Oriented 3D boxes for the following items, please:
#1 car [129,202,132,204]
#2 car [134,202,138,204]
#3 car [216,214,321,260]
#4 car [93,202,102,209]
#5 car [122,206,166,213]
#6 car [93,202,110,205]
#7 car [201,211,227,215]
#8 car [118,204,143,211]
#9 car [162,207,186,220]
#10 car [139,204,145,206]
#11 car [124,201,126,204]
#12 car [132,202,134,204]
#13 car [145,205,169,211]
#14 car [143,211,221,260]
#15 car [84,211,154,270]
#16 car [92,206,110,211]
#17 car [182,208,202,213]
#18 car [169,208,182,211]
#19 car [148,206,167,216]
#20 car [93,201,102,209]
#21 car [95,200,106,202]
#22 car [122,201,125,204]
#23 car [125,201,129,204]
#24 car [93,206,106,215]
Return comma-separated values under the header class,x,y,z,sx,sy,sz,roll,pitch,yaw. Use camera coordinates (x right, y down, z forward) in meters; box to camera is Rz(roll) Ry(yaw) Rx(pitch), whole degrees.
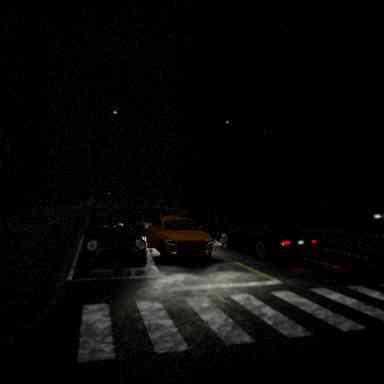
class,x,y,z,sx,sy,sz,roll,pitch,yaw
car,-12.993,3.464,77.184,1.802,1.307,4.206,1,-2,-16
car,-9.923,3.202,66.652,1.947,1.339,4.313,1,-2,-16
car,2.963,1.900,14.149,2.033,1.411,5.357,1,-2,-22
car,-22.714,3.268,80.086,1.967,1.590,4.097,1,-2,-16
car,-3.472,2.021,23.590,2.128,1.511,4.902,1,-2,-16
car,-11.967,2.404,43.216,1.967,1.590,4.097,1,-2,-16
car,2.358,2.217,24.522,1.802,1.307,4.206,1,-2,-16
car,-6.345,2.273,33.473,1.837,1.490,4.892,1,-2,-17
car,-2.247,2.566,40.321,2.008,1.369,4.403,1,-2,-16
car,-8.388,3.079,61.386,1.947,1.339,4.313,1,-2,-16
car,-16.110,3.658,87.881,1.752,1.417,4.829,1,-2,-16
car,-11.505,3.288,72.083,1.752,1.417,4.829,1,-2,-16
car,-3.769,2.438,36.030,1.994,1.385,4.181,1,-2,-16
car,-0.668,1.775,13.963,1.882,1.535,5.008,1,-2,-16
car,-2.763,1.644,11.644,1.967,1.590,4.097,1,-2,-17
car,-7.362,2.129,27.412,1.887,1.381,4.507,1,-2,-16
car,0.823,2.328,29.788,1.947,1.339,4.313,1,-2,-16
car,-0.759,2.418,35.219,1.752,1.417,4.829,1,-2,-16
car,-5.317,2.817,50.854,2.008,1.369,4.403,1,-2,-16
car,-24.248,3.266,85.356,2.192,1.841,5.009,1,-2,-16
car,-18.108,2.898,64.285,1.967,1.590,4.097,1,-2,-16
car,-17.594,3.566,92.990,2.192,1.841,5.009,1,-2,-16
car,-14.525,3.321,82.458,2.192,1.841,5.009,1,-2,-16
car,-13.504,2.670,48.479,1.802,1.307,4.206,1,-2,-16
